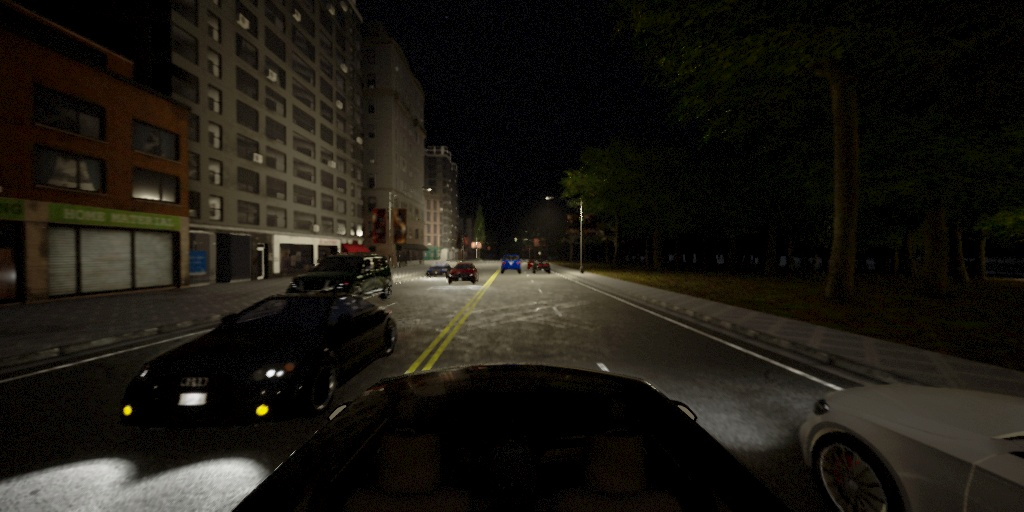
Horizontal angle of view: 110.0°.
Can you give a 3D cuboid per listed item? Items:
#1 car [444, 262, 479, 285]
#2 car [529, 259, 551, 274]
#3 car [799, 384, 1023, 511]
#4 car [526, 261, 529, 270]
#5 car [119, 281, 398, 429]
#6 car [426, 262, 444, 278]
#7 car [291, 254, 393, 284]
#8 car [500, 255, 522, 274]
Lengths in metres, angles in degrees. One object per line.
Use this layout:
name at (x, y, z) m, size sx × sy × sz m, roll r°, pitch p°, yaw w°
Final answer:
car at (-3.396, 1.224, 25.832) m, size 1.812 × 1.442 × 4.674 m, roll 0°, pitch 0°, yaw 0°
car at (3.157, 1.159, 39.467) m, size 1.837 × 1.490 × 4.892 m, roll 0°, pitch 0°, yaw 0°
car at (3.319, 1.272, 1.031) m, size 1.812 × 1.442 × 4.674 m, roll 0°, pitch 0°, yaw 0°
car at (3.136, 1.100, 51.171) m, size 1.882 × 1.535 × 5.008 m, roll 0°, pitch 0°, yaw 0°
car at (-3.352, 1.310, 5.755) m, size 1.994 × 1.385 × 4.181 m, roll 0°, pitch 0°, yaw 0°
car at (-6.642, 1.250, 33.464) m, size 1.994 × 1.385 × 4.181 m, roll 0°, pitch 0°, yaw 0°
car at (-6.623, 0.952, 14.600) m, size 2.150 × 2.045 × 5.566 m, roll 0°, pitch 0°, yaw 0°
car at (-0.093, 0.881, 39.487) m, size 2.150 × 2.045 × 5.566 m, roll 0°, pitch 0°, yaw 0°
